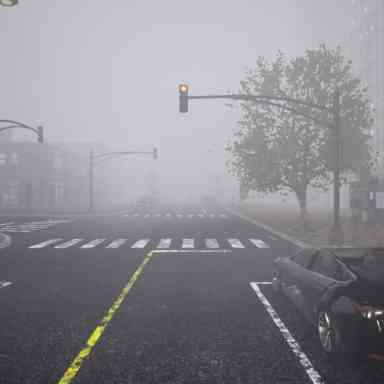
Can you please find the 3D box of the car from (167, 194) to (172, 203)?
[{"bbox_3d":[-5.767,1.531,71.404,1.752,1.417,4.829,0,0,0],"label":"car"}]

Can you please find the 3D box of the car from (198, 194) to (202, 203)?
[{"bbox_3d":[2.625,1.556,60.483,2.008,1.369,4.403,0,0,0],"label":"car"}]

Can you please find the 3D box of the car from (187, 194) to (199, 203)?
[{"bbox_3d":[0.019,1.569,66.748,1.994,1.385,4.181,0,0,0],"label":"car"}]

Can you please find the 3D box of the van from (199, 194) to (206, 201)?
[{"bbox_3d":[2.602,1.349,82.687,1.690,1.788,3.998,0,0,0],"label":"van"}]

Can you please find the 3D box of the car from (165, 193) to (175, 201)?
[{"bbox_3d":[-5.786,1.324,88.227,2.192,1.841,5.009,0,0,0],"label":"car"}]

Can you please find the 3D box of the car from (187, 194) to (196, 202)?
[{"bbox_3d":[-0.088,1.362,79.487,2.097,1.767,4.553,0,0,0],"label":"car"}]

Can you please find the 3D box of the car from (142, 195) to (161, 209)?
[{"bbox_3d":[-5.735,1.318,43.818,2.192,1.841,5.009,0,0,0],"label":"car"}]

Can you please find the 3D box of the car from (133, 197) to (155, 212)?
[{"bbox_3d":[-5.729,1.584,38.267,1.802,1.307,4.206,0,0,0],"label":"car"}]

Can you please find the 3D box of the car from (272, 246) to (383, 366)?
[{"bbox_3d":[2.688,1.566,5.801,1.947,1.339,4.313,0,0,0],"label":"car"}]

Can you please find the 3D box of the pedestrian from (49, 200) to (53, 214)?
[{"bbox_3d":[-12.783,1.318,30.262,0.375,1.300,0.375,0,-1,-1],"label":"pedestrian"}]

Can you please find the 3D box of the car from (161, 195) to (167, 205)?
[{"bbox_3d":[-5.748,1.555,54.921,2.008,1.369,4.403,0,0,0],"label":"car"}]

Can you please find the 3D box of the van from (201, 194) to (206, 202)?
[{"bbox_3d":[2.639,1.345,49.382,1.690,1.788,3.998,0,0,0],"label":"van"}]

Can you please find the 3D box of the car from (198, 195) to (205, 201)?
[{"bbox_3d":[2.594,1.534,88.408,1.752,1.417,4.829,0,0,0],"label":"car"}]

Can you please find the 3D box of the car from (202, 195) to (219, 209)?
[{"bbox_3d":[2.644,1.528,44.000,1.752,1.417,4.829,0,0,0],"label":"car"}]

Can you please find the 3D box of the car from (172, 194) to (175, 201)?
[{"bbox_3d":[-5.780,1.558,82.675,2.008,1.369,4.403,0,0,0],"label":"car"}]
